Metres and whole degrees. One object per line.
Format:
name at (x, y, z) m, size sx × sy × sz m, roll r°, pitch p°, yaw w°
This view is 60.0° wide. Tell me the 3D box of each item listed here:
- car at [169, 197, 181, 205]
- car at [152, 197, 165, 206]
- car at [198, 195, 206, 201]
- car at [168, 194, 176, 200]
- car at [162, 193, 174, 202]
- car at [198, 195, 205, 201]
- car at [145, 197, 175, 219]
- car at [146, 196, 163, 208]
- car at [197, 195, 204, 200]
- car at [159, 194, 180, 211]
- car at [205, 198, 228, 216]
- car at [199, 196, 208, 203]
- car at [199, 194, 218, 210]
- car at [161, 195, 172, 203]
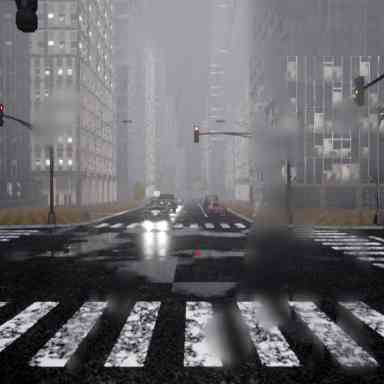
car at (-2.911, 1.572, 58.308) m, size 1.895 × 1.301 × 4.718 m, roll 0°, pitch 0°, yaw 0°
car at (-5.423, 1.557, 54.167) m, size 1.802 × 1.307 × 4.206 m, roll -1°, pitch 0°, yaw 0°
car at (2.408, 1.534, 81.829) m, size 1.802 × 1.307 × 4.206 m, roll -1°, pitch 0°, yaw 0°
car at (-5.494, 1.383, 92.838) m, size 1.967 × 1.590 × 4.097 m, roll -1°, pitch 0°, yaw 0°
car at (-5.466, 1.272, 76.265) m, size 2.192 × 1.841 × 5.009 m, roll -1°, pitch 0°, yaw 0°
car at (2.397, 1.473, 87.523) m, size 1.752 × 1.417 × 4.829 m, roll -1°, pitch 0°, yaw 0°
car at (-2.906, 1.480, 28.772) m, size 2.128 × 1.511 × 4.902 m, roll 0°, pitch 0°, yaw 0°
car at (-5.415, 1.418, 48.642) m, size 1.967 × 1.590 × 4.097 m, roll -1°, pitch 0°, yaw 0°
car at (2.387, 1.488, 92.877) m, size 1.887 × 1.381 × 4.507 m, roll -1°, pitch 0°, yaw 0°
car at (-2.921, 1.205, 38.640) m, size 2.150 × 2.045 × 5.566 m, roll 0°, pitch 0°, yaw 0°
car at (2.464, 1.569, 32.107) m, size 1.802 × 1.307 × 4.206 m, roll -1°, pitch 0°, yaw 0°
car at (2.427, 1.507, 70.779) m, size 1.887 × 1.381 × 4.507 m, roll -1°, pitch 0°, yaw 0°
car at (2.461, 1.296, 43.157) m, size 2.192 × 1.841 × 5.009 m, roll -1°, pitch 0°, yaw 0°
car at (-5.455, 1.402, 70.740) m, size 1.967 × 1.590 × 4.097 m, roll -1°, pitch 0°, yaw 0°
